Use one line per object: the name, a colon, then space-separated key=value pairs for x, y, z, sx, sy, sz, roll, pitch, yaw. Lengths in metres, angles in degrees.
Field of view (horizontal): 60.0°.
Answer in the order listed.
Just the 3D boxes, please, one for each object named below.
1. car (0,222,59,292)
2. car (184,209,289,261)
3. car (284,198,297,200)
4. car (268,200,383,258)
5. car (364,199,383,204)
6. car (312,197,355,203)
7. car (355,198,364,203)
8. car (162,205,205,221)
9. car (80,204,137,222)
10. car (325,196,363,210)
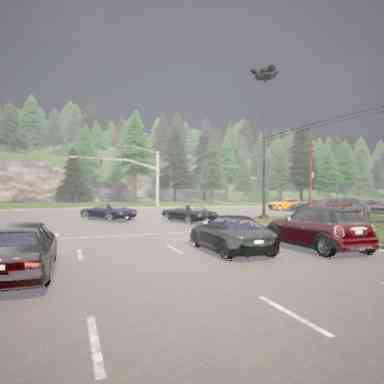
car: x=-4.629 y=1.506 z=8.784 sx=2.033 sy=1.411 sz=5.357 roll=0 pitch=0 yaw=-20
car: x=1.443 y=1.568 z=12.535 sx=1.994 sy=1.385 sz=4.181 roll=0 pitch=0 yaw=-20
car: x=13.526 y=1.606 z=38.745 sx=4.674 sy=1.442 sz=1.812 roll=0 pitch=0 yaw=-19
car: x=4.912 y=1.382 z=13.255 sx=2.097 sy=1.767 sz=4.553 roll=0 pitch=0 yaw=-20
car: x=22.874 y=1.632 z=38.425 sx=5.008 sy=1.535 sz=1.882 roll=0 pitch=0 yaw=-20
car: x=14.473 y=1.442 z=35.382 sx=4.553 sy=1.767 sz=2.097 roll=0 pitch=0 yaw=-20
car: x=22.230 y=1.638 z=41.912 sx=4.902 sy=1.511 sz=2.128 roll=0 pitch=0 yaw=-20
car: x=-0.314 y=1.582 z=24.246 sx=1.895 sy=1.301 sz=4.718 roll=0 pitch=0 yaw=-35
car: x=-6.500 y=1.532 z=25.483 sx=4.718 sy=1.301 sz=1.895 roll=0 pitch=0 yaw=38
car: x=20.561 y=1.484 z=45.029 sx=4.553 sy=1.767 sz=2.097 roll=0 pitch=0 yaw=-20
